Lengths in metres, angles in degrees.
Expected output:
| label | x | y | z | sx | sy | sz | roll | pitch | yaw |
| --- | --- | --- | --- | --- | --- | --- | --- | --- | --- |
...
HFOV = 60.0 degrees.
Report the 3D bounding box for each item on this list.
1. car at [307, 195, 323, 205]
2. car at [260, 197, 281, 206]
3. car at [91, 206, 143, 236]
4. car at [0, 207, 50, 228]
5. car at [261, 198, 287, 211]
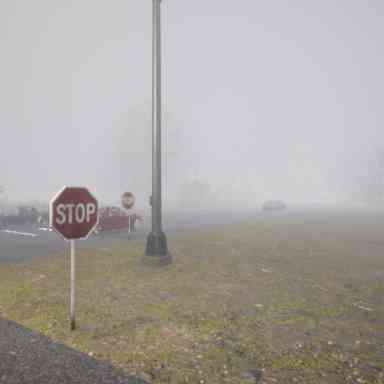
| label | x | y | z | sx | sy | sz | roll | pitch | yaw |
| --- | --- | --- | --- | --- | --- | --- | --- | --- | --- |
| car | 22.843 | 1.734 | 62.228 | 1.812 | 1.442 | 4.674 | 0 | 0 | 28 |
| car | 14.412 | 1.732 | 60.794 | 2.033 | 1.411 | 5.357 | 0 | 0 | 34 |
| car | -4.982 | 1.544 | 19.305 | 1.882 | 1.535 | 5.008 | 0 | 0 | 34 |
| car | -11.687 | 1.652 | 21.895 | 1.895 | 1.301 | 4.718 | 0 | 0 | 34 |
| car | 10.608 | 1.717 | 42.538 | 1.994 | 1.385 | 4.181 | 0 | 0 | 34 |
